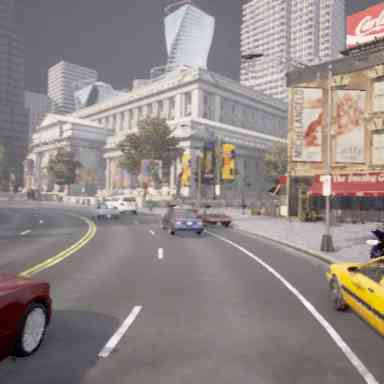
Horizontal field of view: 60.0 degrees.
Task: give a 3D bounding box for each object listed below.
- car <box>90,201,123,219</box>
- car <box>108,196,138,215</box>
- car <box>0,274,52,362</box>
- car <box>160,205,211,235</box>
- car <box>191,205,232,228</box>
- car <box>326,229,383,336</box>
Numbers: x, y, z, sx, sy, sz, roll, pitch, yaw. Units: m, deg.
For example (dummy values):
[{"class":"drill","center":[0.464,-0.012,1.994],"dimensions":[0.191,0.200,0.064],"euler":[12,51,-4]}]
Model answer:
[{"class":"car","center":[-8.036,1.757,30.369],"dimensions":[1.895,1.301,4.718],"euler":[2,-1,-26]},{"class":"car","center":[-7.968,1.457,37.252],"dimensions":[2.150,2.045,5.566],"euler":[2,-1,-33]},{"class":"car","center":[-3.335,1.437,3.131],"dimensions":[1.882,1.535,5.008],"euler":[2,-1,10]},{"class":"car","center":[-0.713,1.762,20.426],"dimensions":[2.033,1.411,5.357],"euler":[2,-1,-13]},{"class":"car","center":[1.331,1.910,25.052],"dimensions":[1.895,1.301,4.718],"euler":[1,-1,-14]},{"class":"car","center":[3.623,1.600,5.104],"dimensions":[1.801,1.575,5.366],"euler":[1,-1,5]}]
